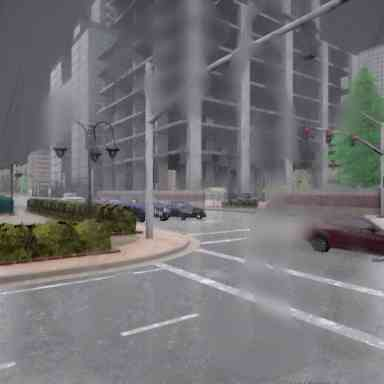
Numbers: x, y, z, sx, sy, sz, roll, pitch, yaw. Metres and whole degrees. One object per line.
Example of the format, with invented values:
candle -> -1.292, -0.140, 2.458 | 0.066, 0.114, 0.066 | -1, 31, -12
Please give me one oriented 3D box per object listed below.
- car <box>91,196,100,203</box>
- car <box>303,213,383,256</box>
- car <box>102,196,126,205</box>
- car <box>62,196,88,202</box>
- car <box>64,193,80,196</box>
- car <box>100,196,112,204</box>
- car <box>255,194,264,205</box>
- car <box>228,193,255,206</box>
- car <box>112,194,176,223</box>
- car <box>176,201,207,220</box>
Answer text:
car -> -19.461, 1.435, 65.094 | 2.128, 1.511, 4.902 | 0, 0, -36
car -> 6.146, 1.507, 11.644 | 1.812, 1.442, 4.674 | 0, 0, -36
car -> -13.356, 1.435, 56.684 | 2.128, 1.511, 4.902 | 0, 0, -36
car -> -14.118, 1.506, 39.542 | 1.994, 1.385, 4.181 | 0, 0, -36
car -> -18.402, 1.166, 51.490 | 2.150, 2.045, 5.566 | 0, 0, -35
car -> -8.275, 1.469, 37.467 | 1.812, 1.442, 4.674 | 0, 0, -36
car -> 9.469, 1.111, 52.359 | 1.905, 1.878, 3.866 | 0, 0, -36
car -> 7.080, 1.112, 50.644 | 1.905, 1.878, 3.866 | 0, 0, -36
car -> -3.804, 1.165, 25.335 | 2.150, 2.045, 5.566 | 0, 0, -36
car -> -1.053, 1.491, 27.503 | 2.033, 1.411, 5.357 | 0, 0, -36
